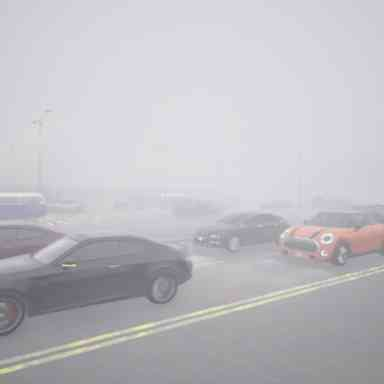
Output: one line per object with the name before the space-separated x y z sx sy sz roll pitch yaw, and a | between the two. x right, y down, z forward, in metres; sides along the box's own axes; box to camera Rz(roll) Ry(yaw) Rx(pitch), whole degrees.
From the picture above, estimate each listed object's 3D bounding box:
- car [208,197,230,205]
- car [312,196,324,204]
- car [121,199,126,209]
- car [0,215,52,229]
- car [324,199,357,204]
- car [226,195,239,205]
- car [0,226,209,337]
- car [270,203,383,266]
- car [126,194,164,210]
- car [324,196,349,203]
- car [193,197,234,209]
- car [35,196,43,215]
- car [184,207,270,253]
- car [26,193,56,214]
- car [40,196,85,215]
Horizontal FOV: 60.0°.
car | 5.271 1.763 64.699 3.806 1.475 1.970 1 0 -35
car | 18.306 1.523 46.336 3.866 1.878 1.905 1 0 -35
car | -8.973 1.578 54.591 3.905 1.438 1.784 1 0 -35
car | -5.244 1.532 8.835 4.674 1.442 1.812 1 0 -35
car | 10.390 1.528 19.976 4.553 1.767 2.097 1 0 -35
car | 6.937 1.523 62.331 3.866 1.878 1.905 1 0 -35
car | -2.138 1.544 6.747 4.674 1.442 1.812 1 0 -34
car | 5.255 1.450 12.023 4.553 1.767 2.097 1 0 -35
car | -7.350 1.366 52.191 4.605 1.855 1.932 1 0 -35
car | 19.934 1.520 43.942 4.605 1.855 1.932 1 0 -35
car | 2.485 1.609 38.450 3.806 1.475 1.970 1 0 -35
car | -14.845 1.444 36.796 3.905 1.438 1.784 1 0 -35
car | 2.305 1.593 14.219 4.892 1.490 1.837 1 0 -35
car | -16.435 1.234 38.958 4.605 1.855 1.932 1 0 -35
car | -13.173 1.476 34.432 3.806 1.475 1.970 1 0 -35
